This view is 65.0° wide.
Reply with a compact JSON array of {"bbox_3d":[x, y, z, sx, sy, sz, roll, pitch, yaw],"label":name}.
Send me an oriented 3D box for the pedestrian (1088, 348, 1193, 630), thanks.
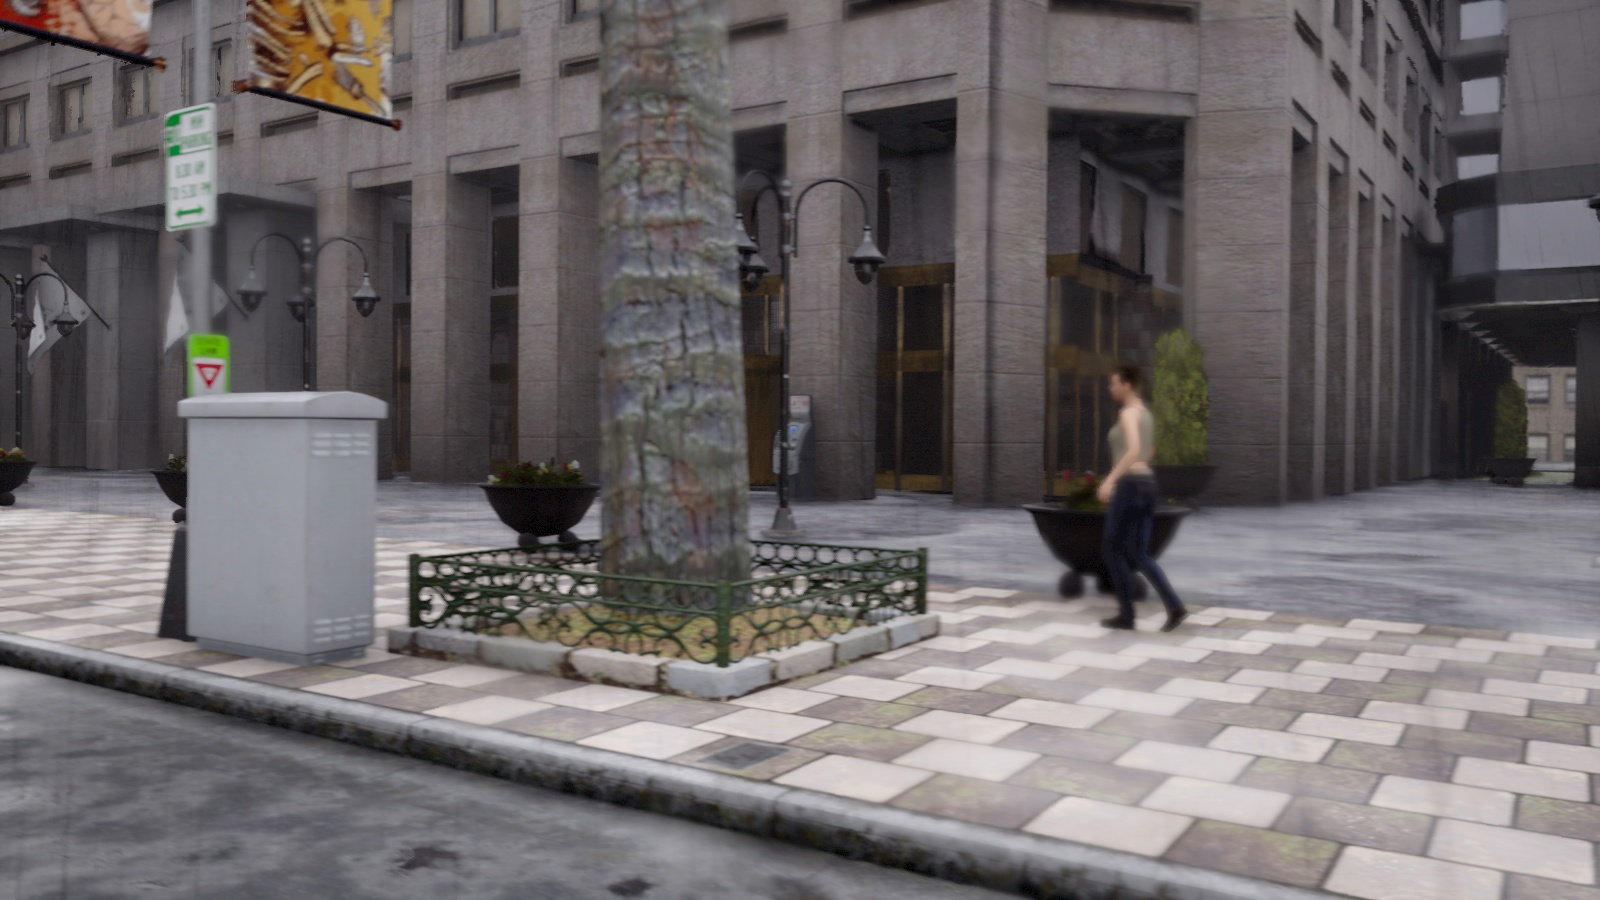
[{"bbox_3d":[2.299,0.251,8.483,0.594,1.836,0.345,0,1,37],"label":"pedestrian"}]
